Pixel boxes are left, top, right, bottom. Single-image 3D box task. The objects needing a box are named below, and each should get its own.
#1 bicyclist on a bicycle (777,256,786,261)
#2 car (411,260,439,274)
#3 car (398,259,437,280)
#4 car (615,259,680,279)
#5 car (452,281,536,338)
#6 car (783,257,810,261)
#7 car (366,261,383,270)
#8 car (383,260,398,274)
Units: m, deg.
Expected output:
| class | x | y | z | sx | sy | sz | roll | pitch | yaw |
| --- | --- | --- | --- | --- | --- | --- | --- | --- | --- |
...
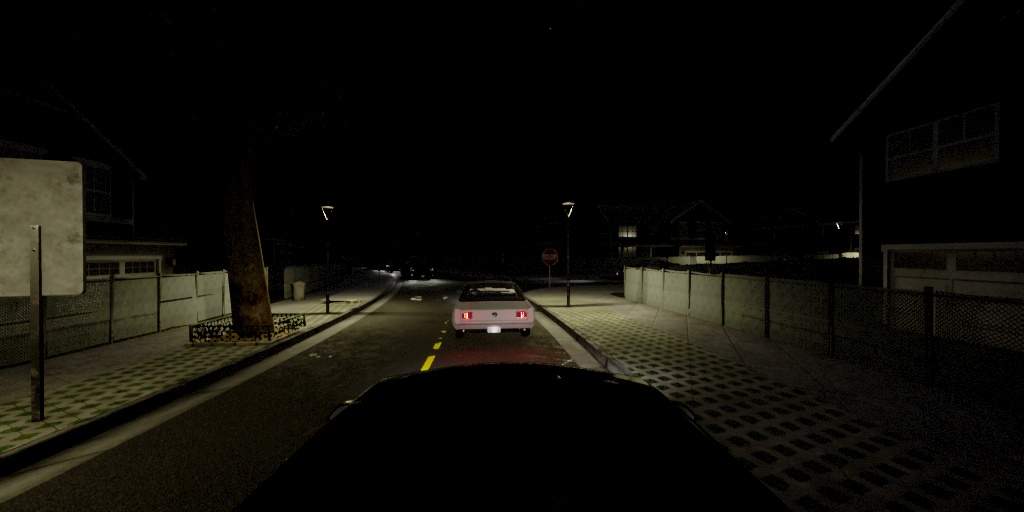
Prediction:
| class | x | y | z | sx | sy | sz | roll | pitch | yaw |
| --- | --- | --- | --- | --- | --- | --- | --- | --- | --- |
| bicyclist on a bicycle | 16.596 | 0.799 | 22.060 | 0.582 | 1.620 | 1.656 | -1 | 0 | -9 |
| car | -10.354 | 1.258 | 42.456 | 2.033 | 1.411 | 5.357 | 0 | 0 | -28 |
| car | -8.207 | 1.078 | 31.048 | 2.097 | 1.767 | 4.553 | 0 | 0 | -27 |
| car | 10.256 | 1.020 | 27.055 | 4.902 | 1.511 | 2.128 | -1 | 0 | -9 |
| car | -0.617 | 1.347 | 10.194 | 1.895 | 1.301 | 4.718 | 0 | 0 | -6 |
| car | 22.768 | 0.844 | 29.094 | 5.008 | 1.535 | 1.882 | -1 | 0 | -11 |
| car | -19.394 | 1.325 | 51.468 | 1.895 | 1.301 | 4.718 | 0 | 0 | -36 |
| car | -13.452 | 1.226 | 41.818 | 1.837 | 1.490 | 4.892 | 0 | 0 | -28 |
